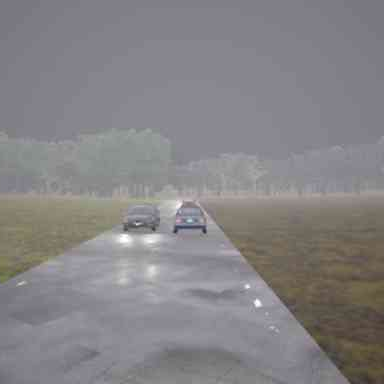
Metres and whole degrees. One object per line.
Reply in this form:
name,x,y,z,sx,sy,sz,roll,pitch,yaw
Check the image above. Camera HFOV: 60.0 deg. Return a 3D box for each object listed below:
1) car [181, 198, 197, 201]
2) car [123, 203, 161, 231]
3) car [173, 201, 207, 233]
car,-0.362,1.417,40.671,1.812,1.442,4.674,0,0,-1
car,-2.973,1.485,20.340,1.837,1.490,4.892,0,0,-1
car,-0.127,1.507,19.533,2.033,1.411,5.357,0,0,-1
